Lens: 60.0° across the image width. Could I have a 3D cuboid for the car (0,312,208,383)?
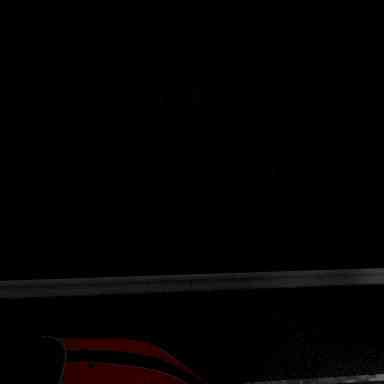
[{"bbox_3d":[-1.885,1.352,1.629,4.553,1.767,2.097,0,0,-6],"label":"car"}]
